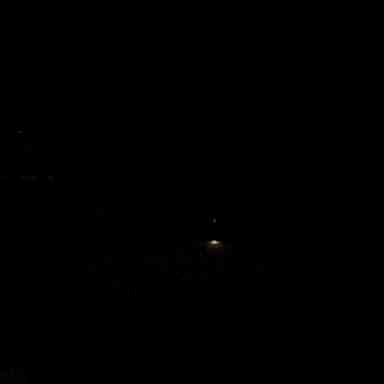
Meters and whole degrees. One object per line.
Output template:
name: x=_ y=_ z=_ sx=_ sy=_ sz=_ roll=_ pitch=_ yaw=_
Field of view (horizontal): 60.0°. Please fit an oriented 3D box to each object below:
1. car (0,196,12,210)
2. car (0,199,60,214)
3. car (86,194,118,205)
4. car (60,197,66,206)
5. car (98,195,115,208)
car: x=-22.342 y=1.228 z=35.933 sx=1.752 sy=1.417 sz=4.829 roll=2 pitch=2 yaw=35
car: x=-15.198 y=1.338 z=31.269 sx=2.008 sy=1.369 sz=4.403 roll=2 pitch=2 yaw=35
car: x=-13.190 y=1.077 z=48.784 sx=1.947 sy=1.339 sz=4.313 roll=2 pitch=2 yaw=35
car: x=-16.207 y=1.127 z=44.547 sx=2.008 sy=1.369 sz=4.403 roll=2 pitch=2 yaw=35
car: x=-8.959 y=1.240 z=40.030 sx=1.802 sy=1.307 sz=4.206 roll=2 pitch=2 yaw=35
